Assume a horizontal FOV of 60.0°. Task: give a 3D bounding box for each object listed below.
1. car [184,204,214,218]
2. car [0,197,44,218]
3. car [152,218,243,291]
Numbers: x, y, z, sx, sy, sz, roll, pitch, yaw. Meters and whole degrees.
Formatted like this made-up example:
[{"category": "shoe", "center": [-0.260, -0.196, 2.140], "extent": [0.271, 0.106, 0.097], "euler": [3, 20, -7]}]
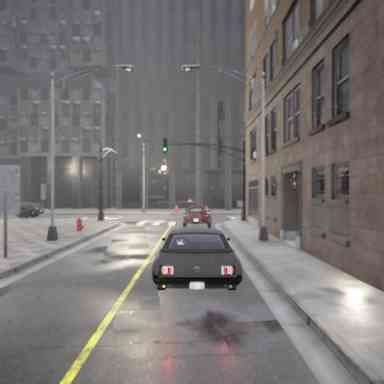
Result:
[{"category": "car", "center": [0.496, 1.584, 22.916], "extent": [1.812, 1.442, 4.674], "euler": [0, 0, 6]}, {"category": "car", "center": [-15.866, 1.273, 28.853], "extent": [5.566, 2.045, 2.150], "euler": [0, 0, 0]}, {"category": "car", "center": [0.108, 1.624, 8.993], "extent": [1.895, 1.301, 4.718], "euler": [0, 0, 0]}]
